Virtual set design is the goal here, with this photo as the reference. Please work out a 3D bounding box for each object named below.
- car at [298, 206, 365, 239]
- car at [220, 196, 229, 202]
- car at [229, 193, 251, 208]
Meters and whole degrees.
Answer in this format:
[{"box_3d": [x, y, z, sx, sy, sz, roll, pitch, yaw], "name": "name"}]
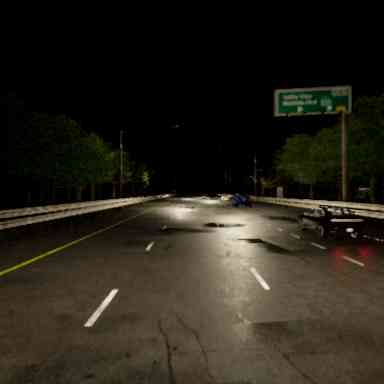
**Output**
[{"box_3d": [7.013, 1.486, 17.208, 2.128, 1.511, 4.902, 0, 0, 0], "name": "car"}, {"box_3d": [7.095, 1.492, 71.691, 1.812, 1.442, 4.674, 0, 0, 0], "name": "car"}, {"box_3d": [7.058, 1.200, 47.635, 2.150, 2.045, 5.566, 0, 0, 0], "name": "car"}]
